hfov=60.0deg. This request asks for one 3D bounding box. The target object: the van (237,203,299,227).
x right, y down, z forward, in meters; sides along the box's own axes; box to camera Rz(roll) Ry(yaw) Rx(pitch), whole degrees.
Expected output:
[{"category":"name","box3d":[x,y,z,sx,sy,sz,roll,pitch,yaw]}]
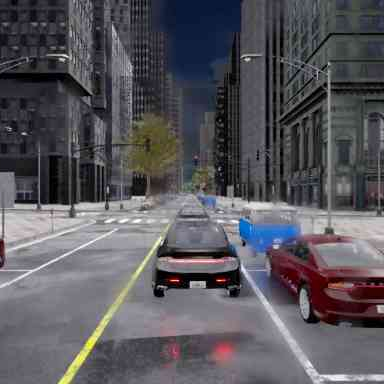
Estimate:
[{"category":"van","box3d":[2.763,1.343,12.530,1.690,1.788,3.998,0,0,0]}]

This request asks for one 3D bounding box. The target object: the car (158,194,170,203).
[{"category":"car","box3d":[-5.844,1.349,60.974,2.192,1.841,5.009,0,0,0]}]

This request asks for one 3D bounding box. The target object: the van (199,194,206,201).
[{"category":"van","box3d":[2.650,1.404,82.994,1.690,1.788,3.998,0,0,0]}]

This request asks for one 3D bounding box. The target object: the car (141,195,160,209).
[{"category":"car","box3d":[-5.829,1.545,44.934,1.752,1.417,4.829,0,0,0]}]

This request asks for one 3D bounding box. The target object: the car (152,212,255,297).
[{"category":"car","box3d":[0.089,1.492,8.542,2.128,1.511,4.902,0,0,0]}]

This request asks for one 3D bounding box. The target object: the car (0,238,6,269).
[{"category":"car","box3d":[-5.786,1.545,7.011,1.887,1.381,4.507,0,0,0]}]

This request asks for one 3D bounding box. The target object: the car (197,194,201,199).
[{"category":"car","box3d":[2.664,1.599,72.167,2.008,1.369,4.403,0,0,0]}]

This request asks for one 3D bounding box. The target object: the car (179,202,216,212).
[{"category":"car","box3d":[0.061,1.495,17.928,2.128,1.511,4.902,0,0,1]}]

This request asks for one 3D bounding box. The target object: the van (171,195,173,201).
[{"category":"van","box3d":[-5.867,1.395,76.840,1.690,1.788,3.998,0,0,0]}]

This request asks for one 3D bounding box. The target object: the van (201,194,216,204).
[{"category":"van","box3d":[2.695,1.365,50.514,1.690,1.788,3.998,0,0,0]}]

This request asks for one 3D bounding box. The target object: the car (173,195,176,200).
[{"category":"car","box3d":[-5.882,1.636,87.417,1.947,1.339,4.313,0,0,0]}]

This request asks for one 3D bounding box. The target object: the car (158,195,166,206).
[{"category":"car","box3d":[-5.838,1.574,55.684,1.887,1.381,4.507,0,0,0]}]

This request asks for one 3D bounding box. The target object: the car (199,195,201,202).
[{"category":"car","box3d":[2.687,1.595,55.927,1.947,1.339,4.313,0,0,0]}]

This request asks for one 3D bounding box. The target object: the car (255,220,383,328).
[{"category":"car","box3d":[2.769,1.545,7.004,1.887,1.381,4.507,0,0,0]}]

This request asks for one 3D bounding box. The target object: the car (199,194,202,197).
[{"category":"car","box3d":[2.679,1.579,61.340,1.887,1.381,4.507,0,0,0]}]
